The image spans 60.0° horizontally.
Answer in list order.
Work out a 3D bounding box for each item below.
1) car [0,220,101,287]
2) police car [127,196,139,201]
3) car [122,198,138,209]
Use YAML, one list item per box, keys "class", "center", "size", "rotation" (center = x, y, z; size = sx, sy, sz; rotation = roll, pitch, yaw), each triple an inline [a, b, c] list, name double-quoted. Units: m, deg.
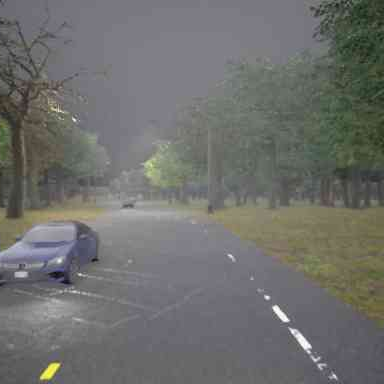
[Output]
- class: "car"
  center: [-3.910, 1.591, 9.717]
  size: [1.812, 1.442, 4.674]
  rotation: [0, 0, -3]
- class: "police car"
  center: [-16.036, 2.253, 89.147]
  size: [1.930, 1.638, 5.238]
  rotation: [0, -1, -14]
- class: "car"
  center: [-9.988, 1.996, 52.196]
  size: [1.895, 1.301, 4.718]
  rotation: [0, -1, -13]
